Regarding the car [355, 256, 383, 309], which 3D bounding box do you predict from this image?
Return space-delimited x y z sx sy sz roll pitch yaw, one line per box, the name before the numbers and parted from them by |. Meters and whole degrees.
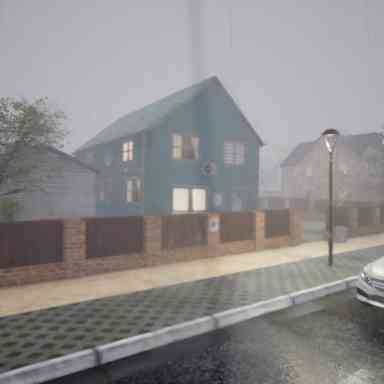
car | 5.272 1.535 6.828 4.674 1.442 1.812 0 0 -35
